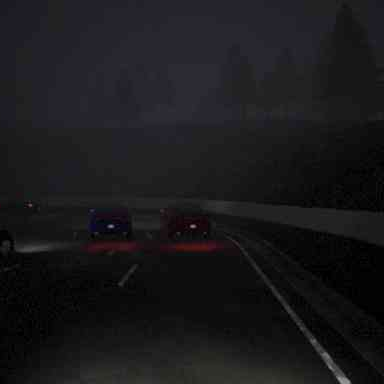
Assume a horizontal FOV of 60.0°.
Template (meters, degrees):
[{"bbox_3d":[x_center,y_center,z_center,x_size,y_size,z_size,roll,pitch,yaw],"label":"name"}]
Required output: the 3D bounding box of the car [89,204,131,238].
[{"bbox_3d":[-4.130,1.318,16.760,1.882,1.535,5.008,1,0,-14],"label":"car"}]

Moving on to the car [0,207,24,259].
[{"bbox_3d":[-6.882,1.418,9.229,1.837,1.490,4.892,0,1,0],"label":"car"}]

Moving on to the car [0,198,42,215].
[{"bbox_3d":[-15.540,1.249,28.977,4.674,1.442,1.812,0,0,5],"label":"car"}]

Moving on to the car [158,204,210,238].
[{"bbox_3d":[-0.504,1.318,16.785,1.882,1.535,5.008,1,0,-13],"label":"car"}]
